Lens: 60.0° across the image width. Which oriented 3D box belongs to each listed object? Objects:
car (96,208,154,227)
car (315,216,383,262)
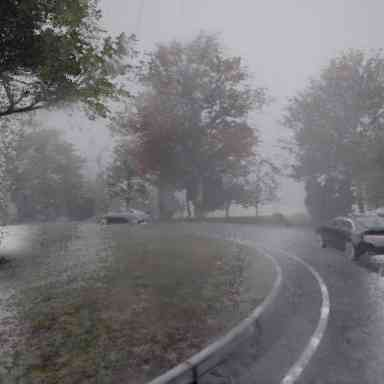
[{"bbox_3d":[-5.590,2.071,27.632,4.902,1.511,2.128,-1,-1,18],"label":"car"},{"bbox_3d":[6.276,1.645,12.704,2.128,1.511,4.902,0,-1,1],"label":"car"}]
